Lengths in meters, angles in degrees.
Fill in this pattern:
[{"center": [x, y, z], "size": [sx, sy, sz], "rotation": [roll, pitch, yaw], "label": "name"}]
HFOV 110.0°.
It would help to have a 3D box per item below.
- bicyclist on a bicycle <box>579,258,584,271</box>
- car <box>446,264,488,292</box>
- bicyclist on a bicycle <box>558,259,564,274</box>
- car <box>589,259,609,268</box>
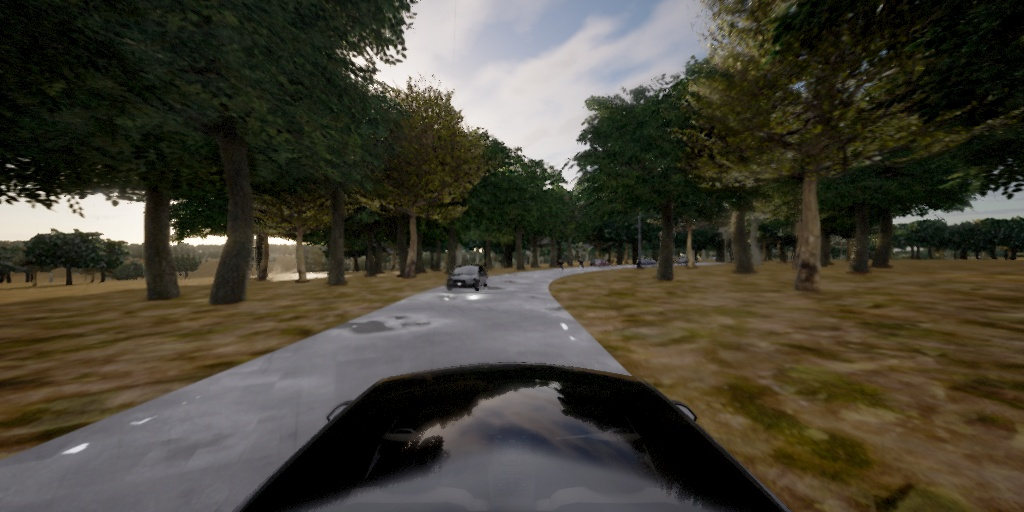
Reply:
[{"center": [9.267, 1.158, 47.481], "size": [0.659, 1.776, 1.843], "rotation": [0, 1, 30], "label": "bicyclist on a bicycle"}, {"center": [-2.655, 1.283, 21.967], "size": [1.837, 1.490, 4.892], "rotation": [0, 0, 5], "label": "car"}, {"center": [5.462, 1.163, 39.731], "size": [0.659, 1.776, 1.843], "rotation": [0, 0, 21], "label": "bicyclist on a bicycle"}, {"center": [14.860, 1.245, 61.486], "size": [1.994, 1.385, 4.181], "rotation": [0, 1, 43], "label": "car"}]
